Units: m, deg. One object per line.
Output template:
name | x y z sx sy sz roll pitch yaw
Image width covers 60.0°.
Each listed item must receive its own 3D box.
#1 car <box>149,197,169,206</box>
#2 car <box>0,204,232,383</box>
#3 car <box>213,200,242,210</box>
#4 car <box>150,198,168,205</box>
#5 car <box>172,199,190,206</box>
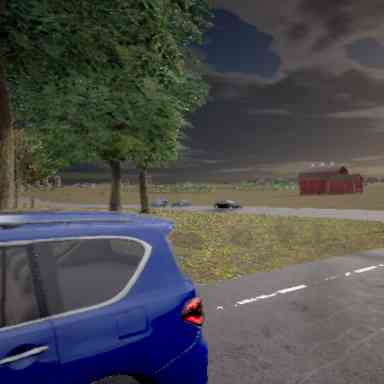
car | -7.114 1.993 71.316 2.097 1.767 4.553 -3 0 -38
car | -2.448 1.224 2.244 5.566 2.045 2.150 0 0 -35
car | 5.269 1.887 49.370 1.882 1.535 5.008 -3 1 -38
car | -6.779 2.321 65.164 1.994 1.385 4.181 -3 0 -38
car | -2.213 2.109 65.010 1.994 1.385 4.181 -3 1 -37
